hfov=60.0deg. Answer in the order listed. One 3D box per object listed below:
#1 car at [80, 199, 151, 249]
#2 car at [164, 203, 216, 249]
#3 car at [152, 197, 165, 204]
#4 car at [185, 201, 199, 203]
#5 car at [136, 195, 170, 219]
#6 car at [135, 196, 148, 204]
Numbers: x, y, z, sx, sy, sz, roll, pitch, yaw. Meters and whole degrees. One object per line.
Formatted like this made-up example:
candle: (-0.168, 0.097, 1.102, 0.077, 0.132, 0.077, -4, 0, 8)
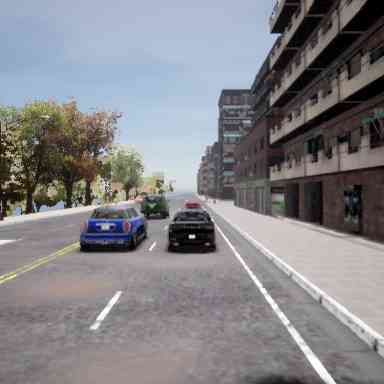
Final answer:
car: (-3.250, 1.367, 14.620, 2.097, 1.767, 4.553, 0, 0, 0)
car: (0.000, 1.486, 14.650, 1.882, 1.535, 5.008, 0, 0, 0)
car: (-6.500, 1.622, 64.650, 2.033, 1.411, 5.357, 0, 0, 0)
car: (0.000, 1.539, 29.650, 1.812, 1.442, 4.674, 0, 0, 0)
car: (-3.250, 1.264, 29.681, 2.150, 2.045, 5.566, 0, 0, 0)
car: (-9.749, 1.531, 64.650, 1.882, 1.535, 5.008, 0, 0, 0)
